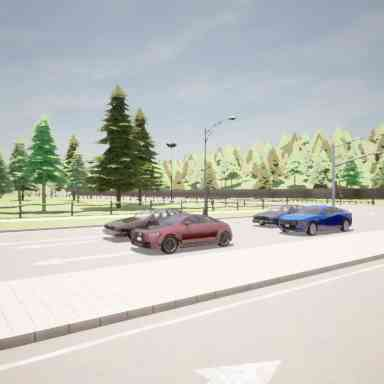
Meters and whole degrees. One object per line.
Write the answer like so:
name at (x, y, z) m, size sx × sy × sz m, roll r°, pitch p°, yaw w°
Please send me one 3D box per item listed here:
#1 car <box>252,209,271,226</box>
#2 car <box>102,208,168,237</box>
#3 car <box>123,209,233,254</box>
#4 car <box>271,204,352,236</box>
car at (6.531, 1.547, 22.643) m, size 5.357 × 1.411 × 2.033 m, roll 0°, pitch 0°, yaw -35°
car at (-1.705, 1.547, 16.869) m, size 5.357 × 1.411 × 2.033 m, roll 0°, pitch 0°, yaw -35°
car at (-0.345, 1.564, 13.546) m, size 4.181 × 1.385 × 1.994 m, roll 0°, pitch 0°, yaw -36°
car at (6.990, 1.478, 18.700) m, size 5.008 × 1.535 × 1.882 m, roll 0°, pitch 0°, yaw -35°
